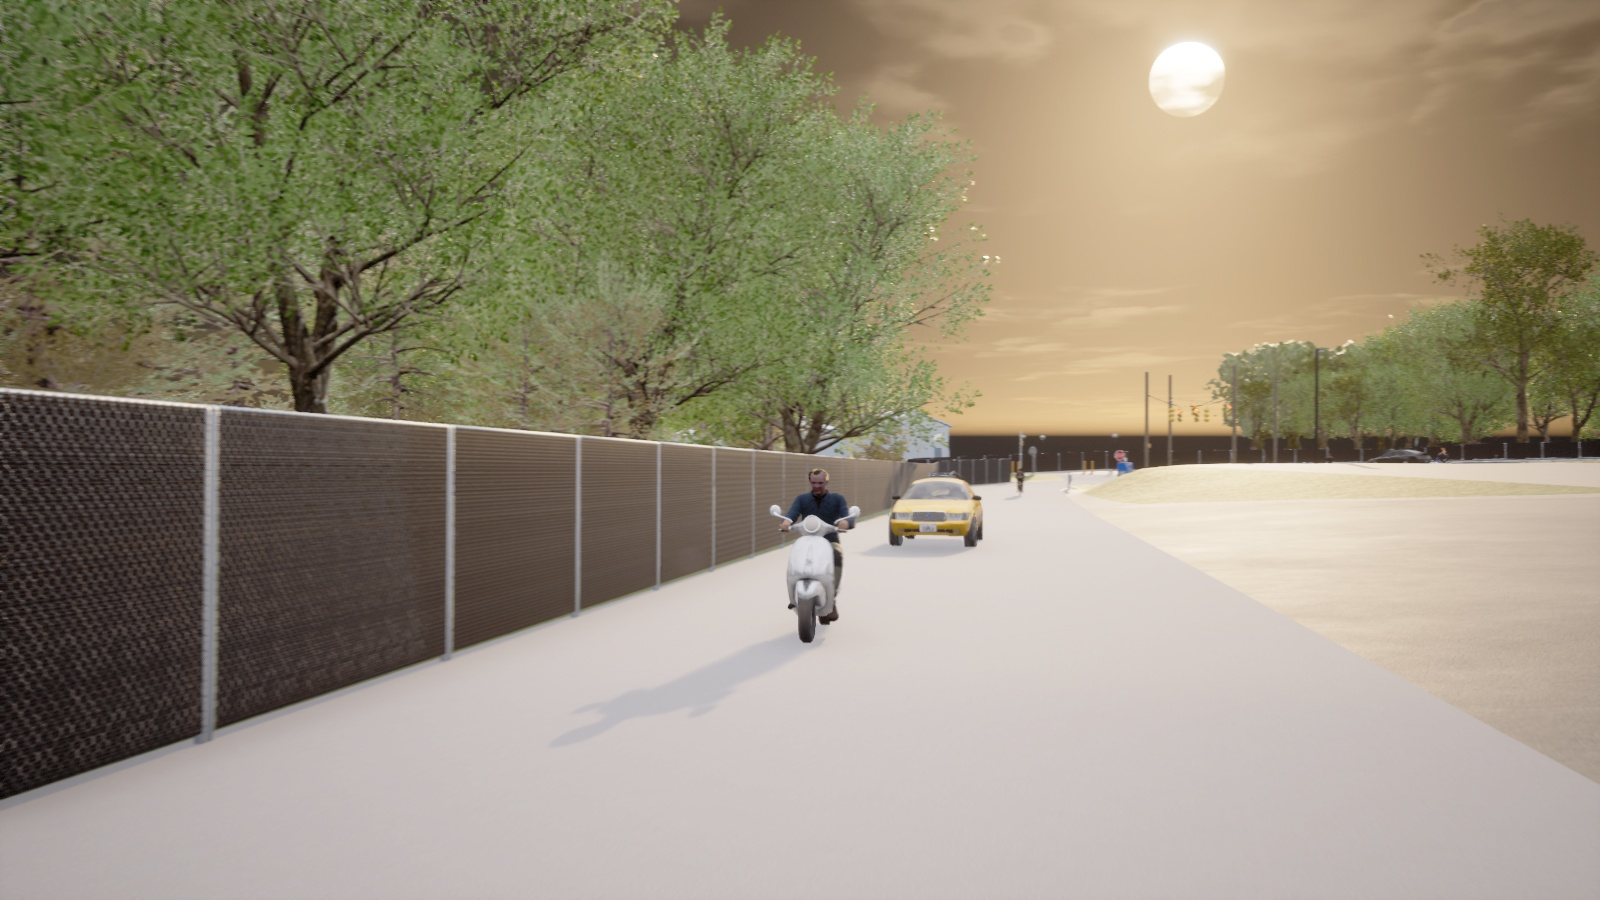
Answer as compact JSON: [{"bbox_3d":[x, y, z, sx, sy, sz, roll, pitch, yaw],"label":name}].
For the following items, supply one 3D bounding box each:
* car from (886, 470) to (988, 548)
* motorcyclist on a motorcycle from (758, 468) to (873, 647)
[{"bbox_3d":[3.160,1.238,28.037,1.801,1.575,5.366,0,-1,11],"label":"car"},{"bbox_3d":[0.183,0.972,12.105,0.866,1.590,1.817,0,-1,9],"label":"motorcyclist on a motorcycle"}]
